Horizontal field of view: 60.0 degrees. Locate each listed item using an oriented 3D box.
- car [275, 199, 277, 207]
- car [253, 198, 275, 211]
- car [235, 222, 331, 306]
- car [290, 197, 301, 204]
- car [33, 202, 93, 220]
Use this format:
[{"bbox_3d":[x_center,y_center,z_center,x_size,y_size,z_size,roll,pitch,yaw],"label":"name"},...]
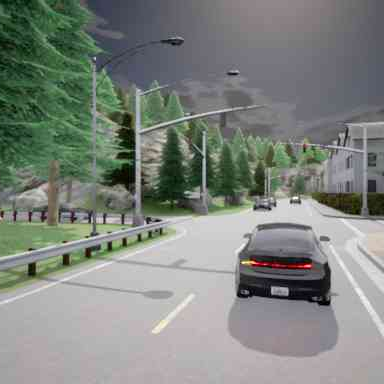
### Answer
[{"bbox_3d":[11.814,1.558,50.605,1.994,1.385,4.181,0,0,18],"label":"car"},{"bbox_3d":[8.786,1.559,41.075,1.994,1.385,4.181,0,0,18],"label":"car"},{"bbox_3d":[2.269,1.504,8.188,1.837,1.490,4.892,0,0,17],"label":"car"},{"bbox_3d":[19.407,1.556,62.376,1.994,1.385,4.181,0,0,18],"label":"car"},{"bbox_3d":[-10.705,1.560,27.633,5.357,1.411,2.033,0,0,19],"label":"car"}]
